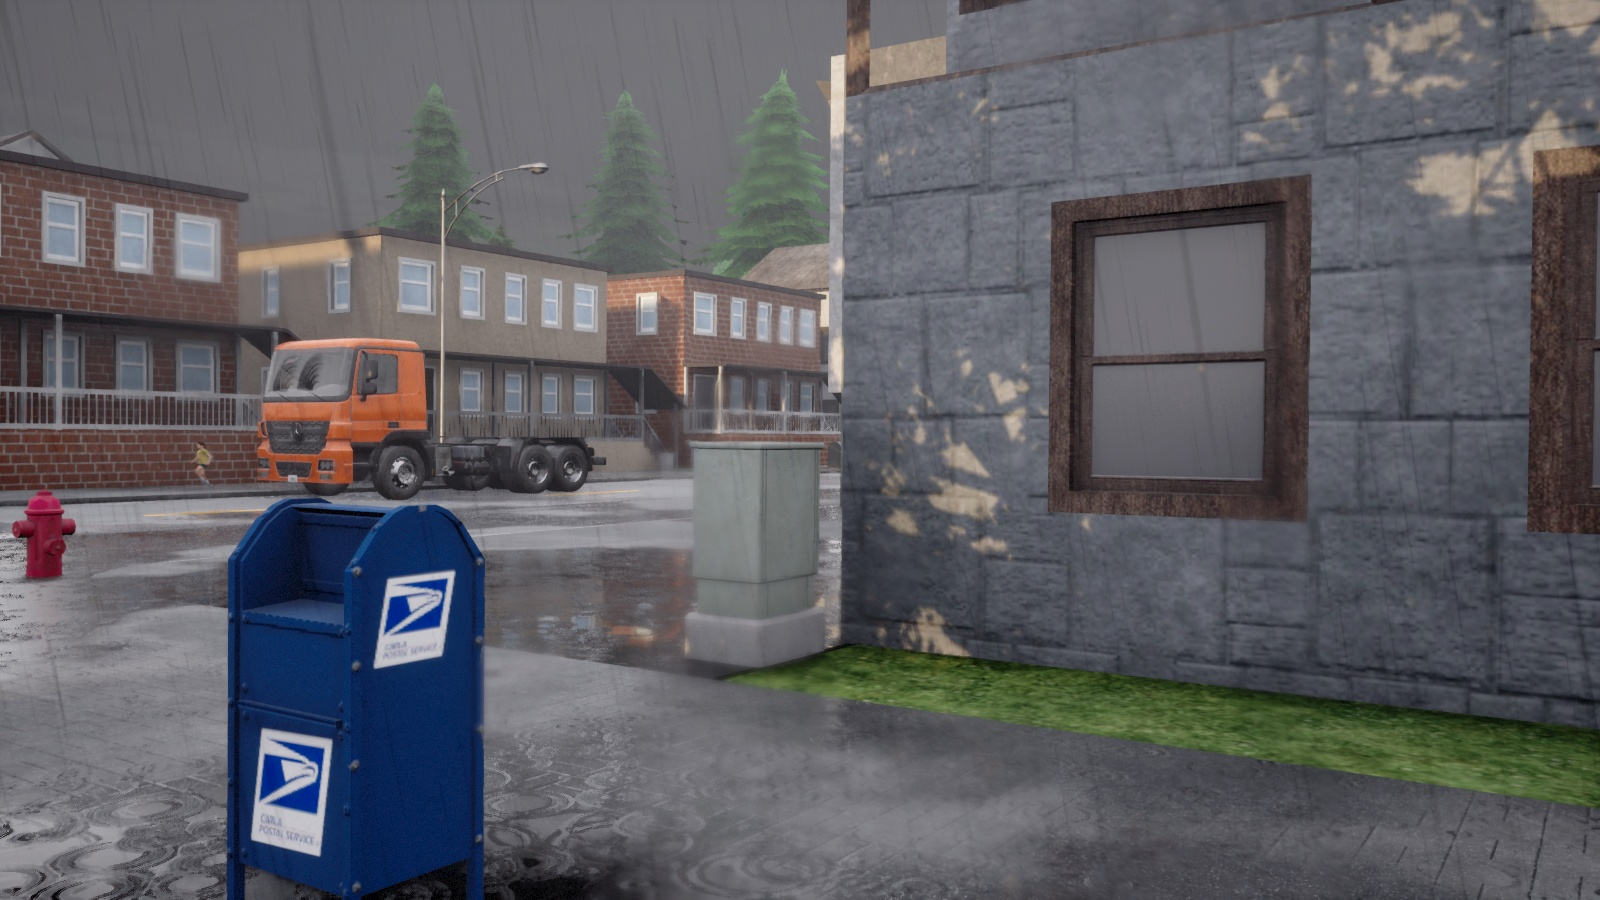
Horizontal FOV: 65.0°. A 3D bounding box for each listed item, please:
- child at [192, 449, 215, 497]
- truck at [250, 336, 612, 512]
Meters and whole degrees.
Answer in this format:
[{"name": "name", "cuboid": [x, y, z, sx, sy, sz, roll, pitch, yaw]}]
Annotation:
[{"name": "child", "cuboid": [-14.006, 0.545, 29.495, 0.255, 1.110, 0.394, 0, 1, 36]}, {"name": "truck", "cuboid": [-8.083, -0.570, 28.753, 2.891, 3.462, 7.936, 0, 1, 33]}]
